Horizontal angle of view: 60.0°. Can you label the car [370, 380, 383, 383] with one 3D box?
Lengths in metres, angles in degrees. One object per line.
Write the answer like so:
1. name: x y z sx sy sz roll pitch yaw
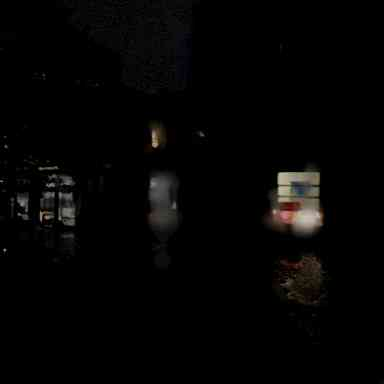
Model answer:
1. car: 2.762 1.558 1.051 4.403 1.369 2.008 0 1 35
